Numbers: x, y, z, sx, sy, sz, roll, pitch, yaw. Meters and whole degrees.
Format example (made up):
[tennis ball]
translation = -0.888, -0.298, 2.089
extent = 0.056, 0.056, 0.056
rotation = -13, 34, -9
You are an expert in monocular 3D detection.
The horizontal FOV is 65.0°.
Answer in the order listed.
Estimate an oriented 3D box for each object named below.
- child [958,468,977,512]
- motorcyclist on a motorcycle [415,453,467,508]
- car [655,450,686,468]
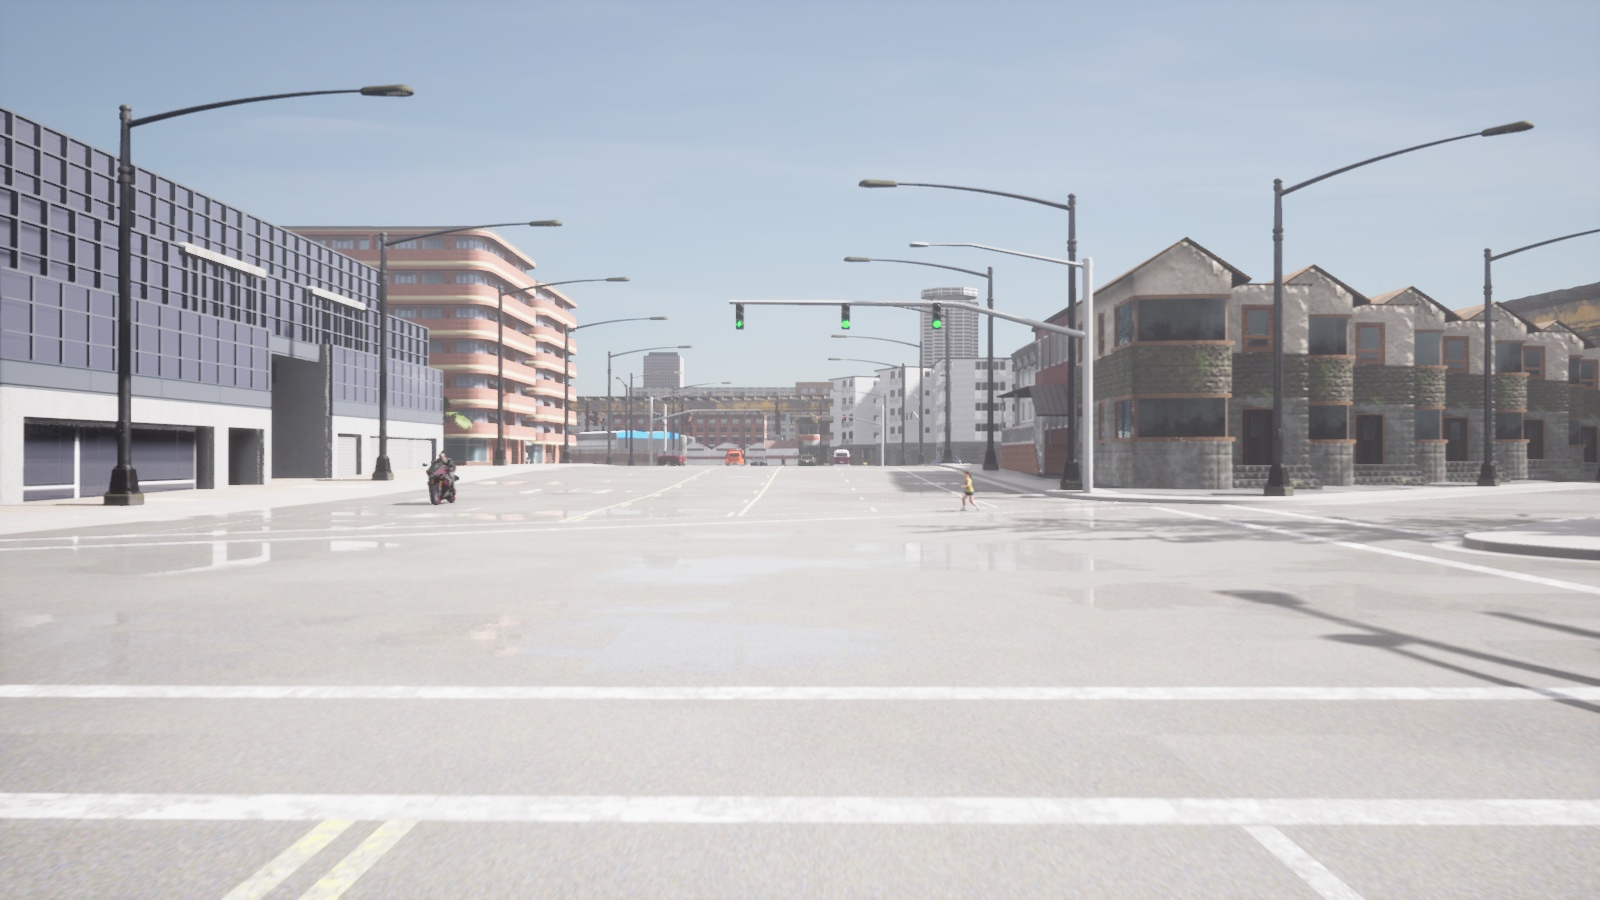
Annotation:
[child]
translation = 4.248, 1.008, 31.778
extent = 0.394, 1.110, 0.255
rotation = 0, 0, -27
[motorcyclist on a motorcycle]
translation = -10.284, 0.842, 36.048
extent = 0.866, 1.530, 2.191
rotation = 0, 0, 0
[car]
translation = -9.943, 0.677, 96.853
extent = 1.895, 1.301, 4.718
rotation = 0, -1, 0
